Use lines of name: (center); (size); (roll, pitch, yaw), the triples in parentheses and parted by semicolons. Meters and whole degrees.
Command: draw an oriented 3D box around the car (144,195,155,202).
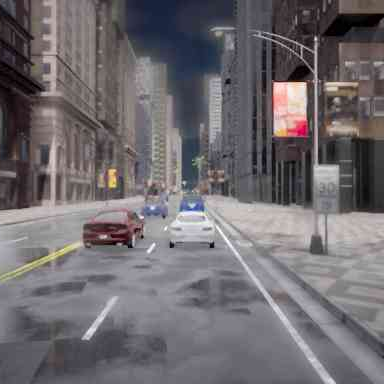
car: (-9.751, 1.410, 75.921); (1.882, 1.535, 5.008); (0, 0, 0)

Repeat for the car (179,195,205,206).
car: (0.000, 1.275, 29.684); (2.150, 2.045, 5.566); (0, 0, 0)

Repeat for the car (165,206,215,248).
car: (0.000, 1.539, 14.652); (1.812, 1.442, 4.674); (0, 0, 0)

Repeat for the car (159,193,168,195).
car: (-6.500, 1.157, 75.890); (2.150, 2.045, 5.566); (0, 0, 0)

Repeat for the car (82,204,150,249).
car: (-3.250, 1.490, 14.652); (1.882, 1.535, 5.008); (0, 0, 0)

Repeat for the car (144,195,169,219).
car: (-3.250, 1.383, 29.623); (2.097, 1.767, 4.553); (0, 0, 0)
